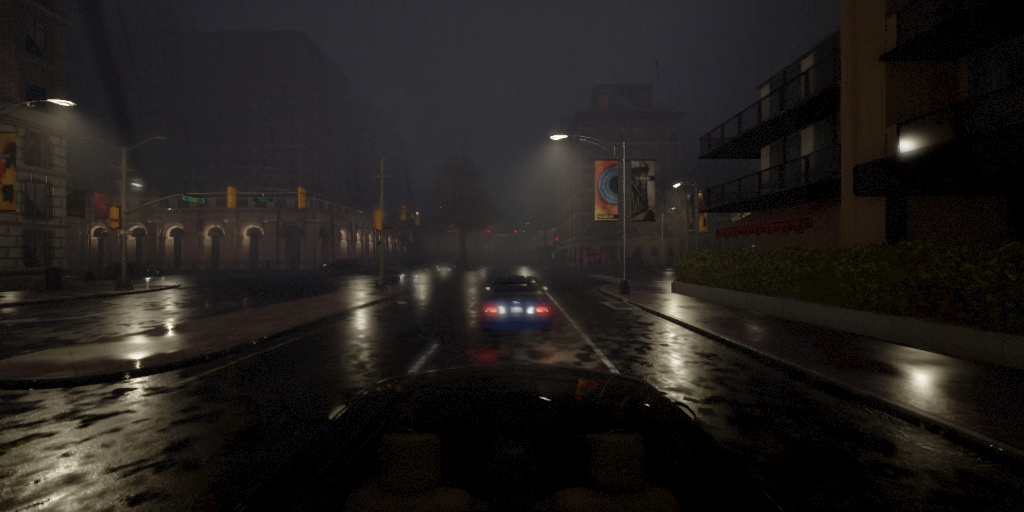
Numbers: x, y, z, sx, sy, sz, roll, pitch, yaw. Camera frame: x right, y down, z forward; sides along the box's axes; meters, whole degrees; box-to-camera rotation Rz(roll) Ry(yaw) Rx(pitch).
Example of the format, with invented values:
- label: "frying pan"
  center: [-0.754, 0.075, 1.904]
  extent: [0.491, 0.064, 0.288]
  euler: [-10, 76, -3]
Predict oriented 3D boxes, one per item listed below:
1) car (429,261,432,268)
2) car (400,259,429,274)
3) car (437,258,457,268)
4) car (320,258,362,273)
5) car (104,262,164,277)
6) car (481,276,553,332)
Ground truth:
- label: "car"
  center: [-14.529, 1.228, 59.283]
  extent: [1.882, 1.535, 5.008]
  euler: [0, 0, 1]
- label: "car"
  center: [-11.227, 1.275, 40.985]
  extent: [1.812, 1.442, 4.674]
  euler: [0, 0, 1]
- label: "car"
  center: [-11.024, 1.227, 59.993]
  extent: [1.882, 1.535, 5.008]
  euler: [0, 0, 1]
- label: "car"
  center: [-20.823, 1.102, 43.662]
  extent: [4.553, 1.767, 2.097]
  euler: [0, 0, -35]
- label: "car"
  center: [-36.561, 1.276, 34.666]
  extent: [4.674, 1.442, 1.812]
  euler: [0, 0, 0]
- label: "car"
  center: [0.150, 1.297, 10.819]
  extent: [2.033, 1.411, 5.357]
  euler: [0, 0, 1]
